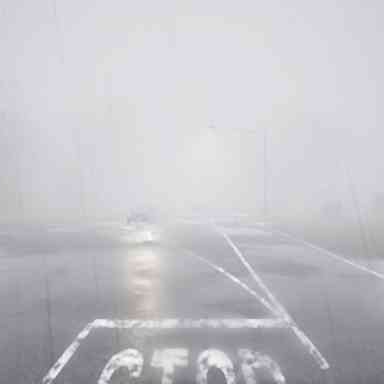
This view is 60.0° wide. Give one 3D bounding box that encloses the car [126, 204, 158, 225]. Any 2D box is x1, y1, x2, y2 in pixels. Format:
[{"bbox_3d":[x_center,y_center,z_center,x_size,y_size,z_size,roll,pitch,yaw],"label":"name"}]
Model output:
[{"bbox_3d":[-3.530,1.621,24.358,1.812,1.442,4.674,1,-2,0],"label":"car"}]
